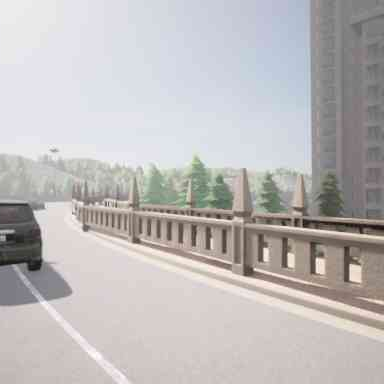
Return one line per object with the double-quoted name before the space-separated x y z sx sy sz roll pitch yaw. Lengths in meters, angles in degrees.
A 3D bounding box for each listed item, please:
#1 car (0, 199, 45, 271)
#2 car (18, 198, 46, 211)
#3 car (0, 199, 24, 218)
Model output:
"car" -6.108 1.216 10.238 2.150 2.045 5.566 0 0 -34
"car" -19.725 1.514 41.213 1.994 1.385 4.181 0 0 -10
"car" -17.193 1.445 31.070 1.882 1.535 5.008 0 0 -17
